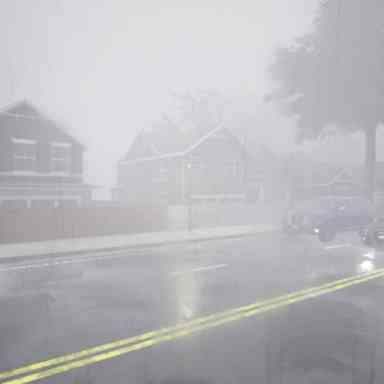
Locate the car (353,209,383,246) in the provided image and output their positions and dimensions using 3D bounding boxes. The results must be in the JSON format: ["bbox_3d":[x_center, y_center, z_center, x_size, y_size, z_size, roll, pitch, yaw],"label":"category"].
[{"bbox_3d":[9.048,1.583,14.139,4.181,1.385,1.994,0,0,-36],"label":"car"}]

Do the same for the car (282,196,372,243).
[{"bbox_3d":[6.918,1.241,16.610,5.566,2.045,2.150,0,0,-36],"label":"car"}]
